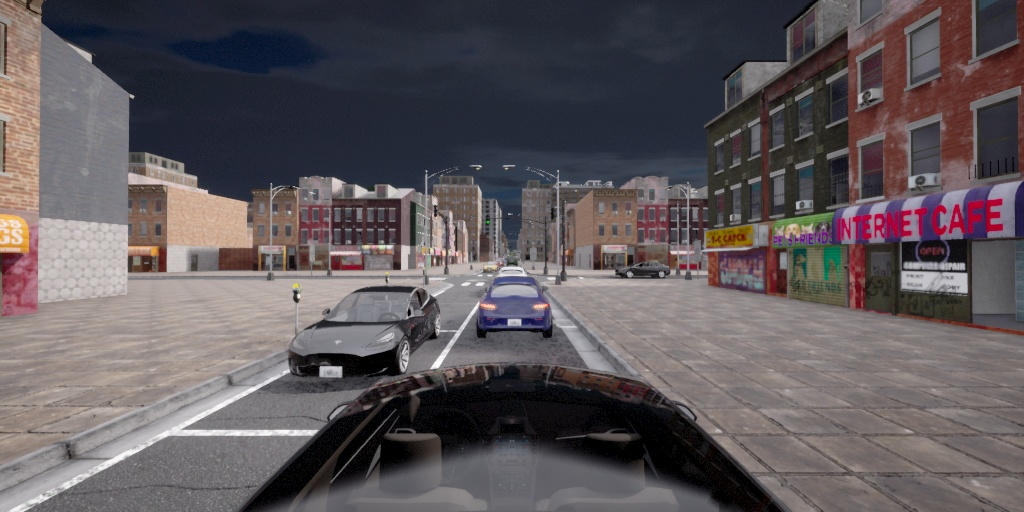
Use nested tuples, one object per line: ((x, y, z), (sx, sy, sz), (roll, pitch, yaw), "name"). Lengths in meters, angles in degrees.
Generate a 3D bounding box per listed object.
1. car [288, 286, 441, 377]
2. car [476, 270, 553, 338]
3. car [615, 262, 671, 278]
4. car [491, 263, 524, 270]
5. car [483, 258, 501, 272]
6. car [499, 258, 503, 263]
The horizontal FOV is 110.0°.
((-2.645, 1.317, 7.402), (1.948, 1.339, 4.313), (0, 0, 0), "car")
((0.068, 1.278, 10.082), (1.812, 1.442, 4.674), (0, 0, 0), "car")
((11.992, 1.262, 33.001), (4.892, 1.490, 1.837), (0, 0, -2), "car")
((-0.015, 1.284, 19.551), (1.812, 1.442, 4.674), (0, 0, -1), "car")
((-2.690, 1.322, 45.000), (1.751, 1.417, 4.829), (0, 0, 0), "car")
((-2.697, 1.355, 50.775), (1.888, 1.381, 4.507), (0, 0, 0), "car")
